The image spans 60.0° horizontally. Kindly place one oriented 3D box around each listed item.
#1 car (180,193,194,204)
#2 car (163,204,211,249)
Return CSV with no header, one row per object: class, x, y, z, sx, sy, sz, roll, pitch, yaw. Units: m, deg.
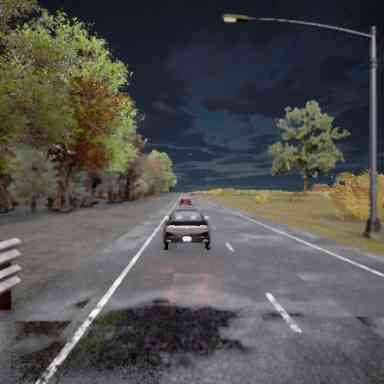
car,-1.088,1.465,57.236,1.882,1.535,5.008,0,0,-1
car,-0.224,1.491,14.474,2.128,1.511,4.902,0,0,-1
